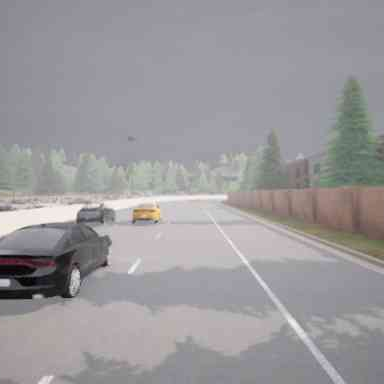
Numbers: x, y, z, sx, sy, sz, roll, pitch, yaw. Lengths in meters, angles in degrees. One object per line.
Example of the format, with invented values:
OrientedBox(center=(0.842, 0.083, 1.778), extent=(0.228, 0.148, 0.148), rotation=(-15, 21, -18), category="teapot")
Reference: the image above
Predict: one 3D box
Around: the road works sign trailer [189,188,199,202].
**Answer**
OrientedBox(center=(0.569, 0.669, 79.875), extent=(2.380, 3.560, 2.880), rotation=(0, 0, 10), category="road works sign trailer")

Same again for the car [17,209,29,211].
OrientedBox(center=(-21.081, 1.702, 39.756), extent=(1.895, 1.301, 4.718), rotation=(0, 0, 0), category="car")

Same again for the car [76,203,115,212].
OrientedBox(center=(-6.915, 1.554, 24.423), extent=(2.128, 1.511, 4.902), rotation=(0, 0, 0), category="car")

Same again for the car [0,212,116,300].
OrientedBox(center=(-3.423, 1.500, 8.527), extent=(1.882, 1.535, 5.008), rotation=(0, 0, 0), category="car")

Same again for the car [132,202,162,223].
OrientedBox(center=(-3.411, 1.544, 25.997), extent=(1.882, 1.535, 5.008), rotation=(0, 0, 0), category="car")

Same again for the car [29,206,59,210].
OrientedBox(center=(-17.580, 1.629, 40.663), extent=(1.812, 1.442, 4.674), rotation=(0, 0, 0), category="car")
